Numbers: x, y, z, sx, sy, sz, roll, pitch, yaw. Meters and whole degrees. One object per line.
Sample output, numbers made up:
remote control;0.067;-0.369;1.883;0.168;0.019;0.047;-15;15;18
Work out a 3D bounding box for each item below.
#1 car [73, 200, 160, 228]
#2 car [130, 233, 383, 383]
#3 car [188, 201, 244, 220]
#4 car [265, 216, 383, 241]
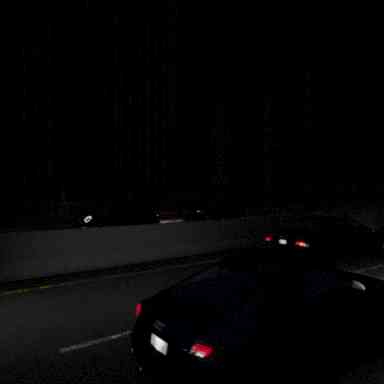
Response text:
car;-4.108;1.349;18.260;4.553;1.767;2.097;0;0;-35
car;1.282;1.562;4.660;4.181;1.385;1.994;0;0;-36
car;2.006;1.469;26.918;5.008;1.535;1.882;0;0;-35
car;4.773;1.541;11.451;5.357;1.411;2.033;0;0;-35
